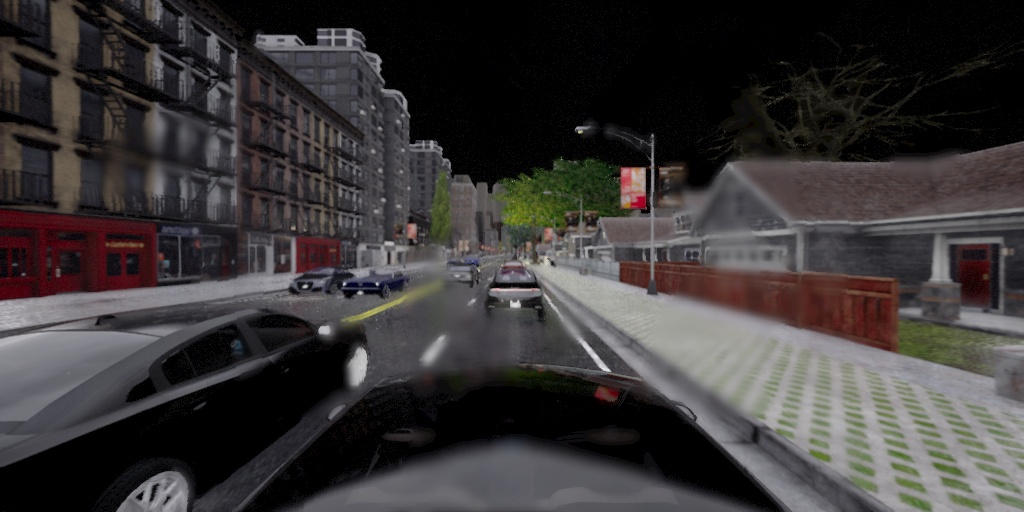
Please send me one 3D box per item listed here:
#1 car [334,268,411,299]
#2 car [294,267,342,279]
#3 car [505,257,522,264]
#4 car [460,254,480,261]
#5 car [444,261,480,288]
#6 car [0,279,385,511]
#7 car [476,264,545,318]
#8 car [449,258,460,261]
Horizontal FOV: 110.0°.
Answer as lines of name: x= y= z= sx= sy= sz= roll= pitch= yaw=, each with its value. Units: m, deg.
car: x=-6.594 y=1.296 z=17.798 sx=1.895 sy=1.301 sz=4.718 roll=0 pitch=0 yaw=0
car: x=-9.843 y=1.254 z=19.039 sx=1.994 sy=1.385 sz=4.181 roll=0 pitch=0 yaw=0
car: x=0.110 y=1.126 z=29.988 sx=1.882 sy=1.535 sz=5.008 roll=0 pitch=0 yaw=0
car: x=-6.539 y=0.747 z=58.566 sx=2.150 sy=2.045 sz=5.566 roll=0 pitch=0 yaw=1
car: x=-3.143 y=1.222 z=23.244 sx=2.033 sy=1.411 sz=5.357 roll=0 pitch=0 yaw=0
car: x=-3.161 y=1.221 z=3.634 sx=1.882 sy=1.535 sz=5.008 roll=0 pitch=0 yaw=0
car: x=0.103 y=1.204 z=12.871 sx=2.128 sy=1.511 sz=4.902 roll=0 pitch=0 yaw=0
car: x=-9.761 y=1.061 z=61.249 sx=2.033 sy=1.411 sz=5.357 roll=0 pitch=0 yaw=1
